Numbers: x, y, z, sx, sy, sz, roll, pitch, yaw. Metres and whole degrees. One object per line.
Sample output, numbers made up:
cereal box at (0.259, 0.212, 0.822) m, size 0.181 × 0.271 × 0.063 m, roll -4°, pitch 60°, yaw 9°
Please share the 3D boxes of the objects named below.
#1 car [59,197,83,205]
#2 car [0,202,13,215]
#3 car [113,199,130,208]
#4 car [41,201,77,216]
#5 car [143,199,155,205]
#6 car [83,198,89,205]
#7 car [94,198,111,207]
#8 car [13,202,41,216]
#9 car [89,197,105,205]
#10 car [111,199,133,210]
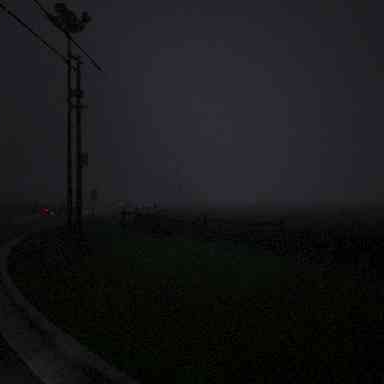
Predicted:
car at (-24.194, 1.969, 65.576) m, size 2.150 × 2.045 × 5.566 m, roll 0°, pitch -1°, yaw 3°
car at (-22.040, 2.019, 40.855) m, size 2.128 × 1.511 × 4.902 m, roll 0°, pitch 0°, yaw 3°
car at (-13.709, 2.155, 64.985) m, size 1.882 × 1.535 × 5.008 m, roll 0°, pitch 0°, yaw 3°
car at (-15.160, 2.056, 38.595) m, size 1.895 × 1.301 × 4.718 m, roll 0°, pitch -1°, yaw 3°
car at (-9.604, 2.332, 75.143) m, size 1.895 × 1.301 × 4.718 m, roll 0°, pitch -1°, yaw 3°
car at (-23.583, 2.207, 75.946) m, size 2.128 × 1.511 × 4.902 m, roll 0°, pitch -1°, yaw 3°
car at (-17.163, 2.312, 65.822) m, size 1.895 × 1.301 × 4.718 m, roll 0°, pitch 0°, yaw 3°
car at (-18.606, 1.980, 39.636) m, size 2.128 × 1.511 × 4.902 m, roll 0°, pitch -1°, yaw 3°
car at (-20.211, 2.028, 73.689) m, size 2.150 × 2.045 × 5.566 m, roll 0°, pitch -1°, yaw 3°
car at (-10.787, 2.044, 53.335) m, size 2.128 × 1.511 × 4.902 m, roll 0°, pitch -1°, yaw 3°
